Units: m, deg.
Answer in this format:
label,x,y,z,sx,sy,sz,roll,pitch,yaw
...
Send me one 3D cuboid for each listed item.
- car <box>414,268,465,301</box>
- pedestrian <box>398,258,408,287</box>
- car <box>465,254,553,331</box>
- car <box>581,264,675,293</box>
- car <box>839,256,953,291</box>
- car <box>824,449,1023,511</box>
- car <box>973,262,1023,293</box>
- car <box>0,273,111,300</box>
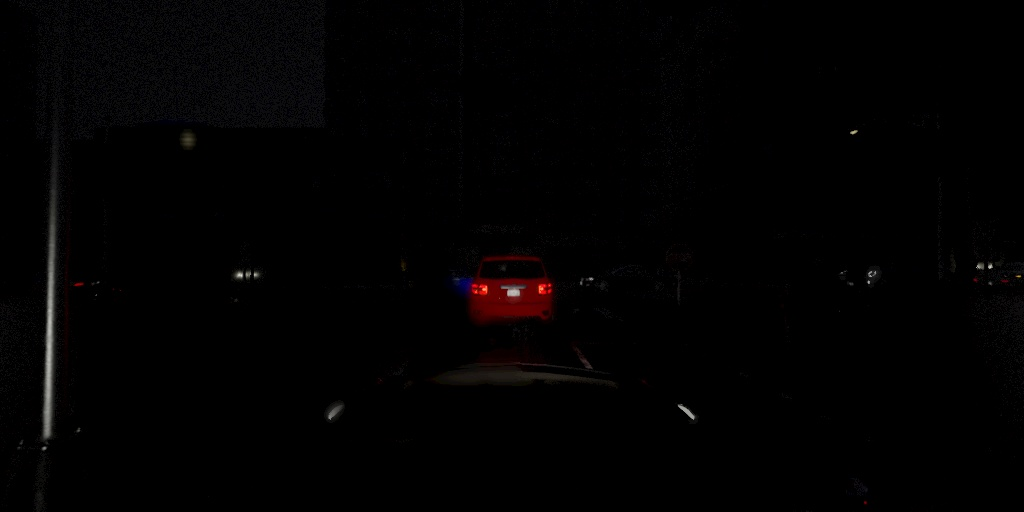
label,x,y,z,sx,sy,sz,roll,pitch,yaw
car,-2.106,1.251,16.500,4.674,1.442,1.812,0,-1,0
pedestrian,-6.829,1.007,22.386,0.375,1.860,0.375,0,0,0
car,-0.149,0.954,11.151,2.150,2.045,5.566,0,0,-4
car,6.201,1.178,19.420,4.902,1.511,2.128,-1,-1,0
car,20.567,0.915,19.369,4.553,1.767,2.097,0,-1,0
car,2.638,1.334,0.307,1.802,1.307,4.207,0,0,0
car,24.122,1.009,16.403,4.674,1.442,1.812,0,-1,0
car,-25.298,1.599,19.541,5.357,1.411,2.033,-1,-1,0
